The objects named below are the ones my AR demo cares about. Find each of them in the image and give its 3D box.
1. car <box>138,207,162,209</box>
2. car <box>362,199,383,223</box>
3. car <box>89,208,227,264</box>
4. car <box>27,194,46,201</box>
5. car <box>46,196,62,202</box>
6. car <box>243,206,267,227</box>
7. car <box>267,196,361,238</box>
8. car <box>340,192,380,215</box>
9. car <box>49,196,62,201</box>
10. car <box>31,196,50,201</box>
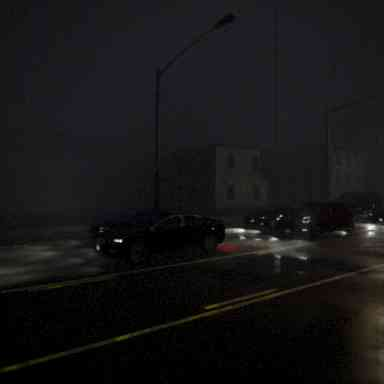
[{"bbox_3d":[-2.175,1.461,15.357,5.008,1.535,1.882,0,0,-36],"label":"car"},{"bbox_3d":[14.225,1.358,22.800,5.357,1.411,2.033,-1,0,-36],"label":"car"},{"bbox_3d":[-0.967,1.475,11.915,4.902,1.511,2.128,0,0,-36],"label":"car"},{"bbox_3d":[-37.583,1.695,82.511,4.974,1.542,2.038,0,0,25],"label":"car"},{"bbox_3d":[-33.852,1.713,82.593,2.038,1.542,4.974,0,0,-5],"label":"car"},{"bbox_3d":[5.132,1.475,20.596,4.181,1.385,1.994,-1,0,-36],"label":"car"},{"bbox_3d":[6.385,1.270,17.182,4.553,1.767,2.097,-1,0,-36],"label":"car"},{"bbox_3d":[12.707,1.030,26.014,5.566,2.045,2.150,-1,0,-36],"label":"car"},{"bbox_3d":[-33.857,1.556,82.645,1.853,1.218,4.536,0,0,-5],"label":"car"},{"bbox_3d":[-37.629,1.538,82.533,4.536,1.218,1.853,0,0,25],"label":"car"}]
